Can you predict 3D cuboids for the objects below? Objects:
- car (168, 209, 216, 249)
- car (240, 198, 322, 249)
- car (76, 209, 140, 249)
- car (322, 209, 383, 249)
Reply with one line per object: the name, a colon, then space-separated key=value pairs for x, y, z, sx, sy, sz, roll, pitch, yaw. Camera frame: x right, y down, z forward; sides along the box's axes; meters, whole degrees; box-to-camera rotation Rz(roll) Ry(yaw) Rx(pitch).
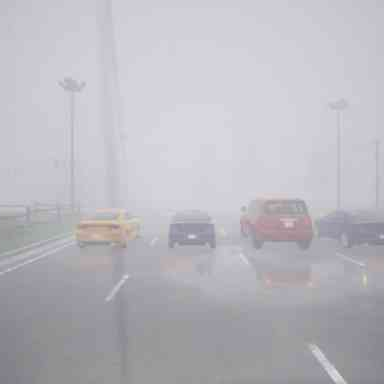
car: x=0.000 y=1.484 z=14.650 sx=1.882 sy=1.535 sz=5.008 roll=0 pitch=0 yaw=0
car: x=3.500 y=1.257 z=14.680 sx=2.150 sy=2.045 sz=5.566 roll=0 pitch=0 yaw=0
car: x=-3.500 y=1.484 z=14.650 sx=1.882 sy=1.535 sz=5.008 roll=0 pitch=0 yaw=0
car: x=7.000 y=1.484 z=14.650 sx=1.882 sy=1.535 sz=5.008 roll=0 pitch=0 yaw=0
